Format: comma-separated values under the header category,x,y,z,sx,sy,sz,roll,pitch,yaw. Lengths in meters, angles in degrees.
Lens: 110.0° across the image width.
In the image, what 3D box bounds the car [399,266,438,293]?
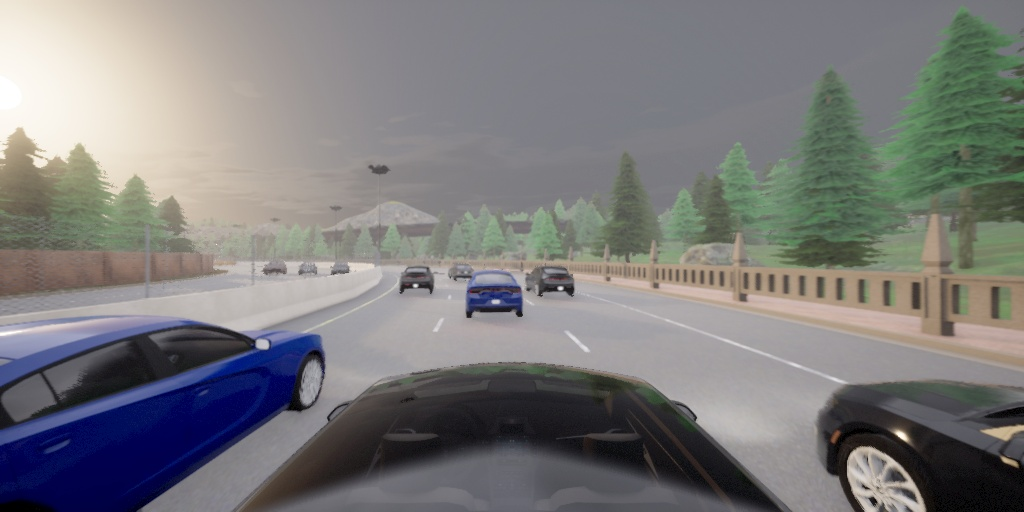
category,x,y,z,sx,sy,sz,roll,pitch,yaw
car,-5.581,1.337,21.457,1.837,1.490,4.892,0,0,-11

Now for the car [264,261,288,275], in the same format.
category,x,y,z,sx,sy,sz,roll,pitch,yaw
car,-28.224,1.358,42.958,2.097,1.767,4.553,0,0,-28

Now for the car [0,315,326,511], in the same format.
category,x,y,z,sx,sy,sz,roll,pitch,yaw
car,-3.543,1.249,3.098,1.882,1.535,5.008,0,0,-1

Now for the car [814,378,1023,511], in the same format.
category,x,y,z,sx,sy,sz,roll,pitch,yaw
car,3.457,1.235,1.012,1.837,1.490,4.892,0,0,1

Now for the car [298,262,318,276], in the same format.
category,x,y,z,sx,sy,sz,roll,pitch,yaw
car,-23.984,1.474,42.334,2.128,1.511,4.902,0,0,-26

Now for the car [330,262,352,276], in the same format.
category,x,y,z,sx,sy,sz,roll,pitch,yaw
car,-19.004,1.457,39.955,1.837,1.490,4.892,0,0,-24

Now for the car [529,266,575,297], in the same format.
category,x,y,z,sx,sy,sz,roll,pitch,yaw
car,1.913,1.293,19.351,1.837,1.490,4.892,0,0,-9

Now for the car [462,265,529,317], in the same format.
category,x,y,z,sx,sy,sz,roll,pitch,yaw
car,-0.766,1.264,13.444,1.882,1.535,5.008,0,0,-6

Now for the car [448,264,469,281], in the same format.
category,x,y,z,sx,sy,sz,roll,pitch,yaw
car,-4.487,1.402,31.645,2.033,1.411,5.357,0,0,-17
